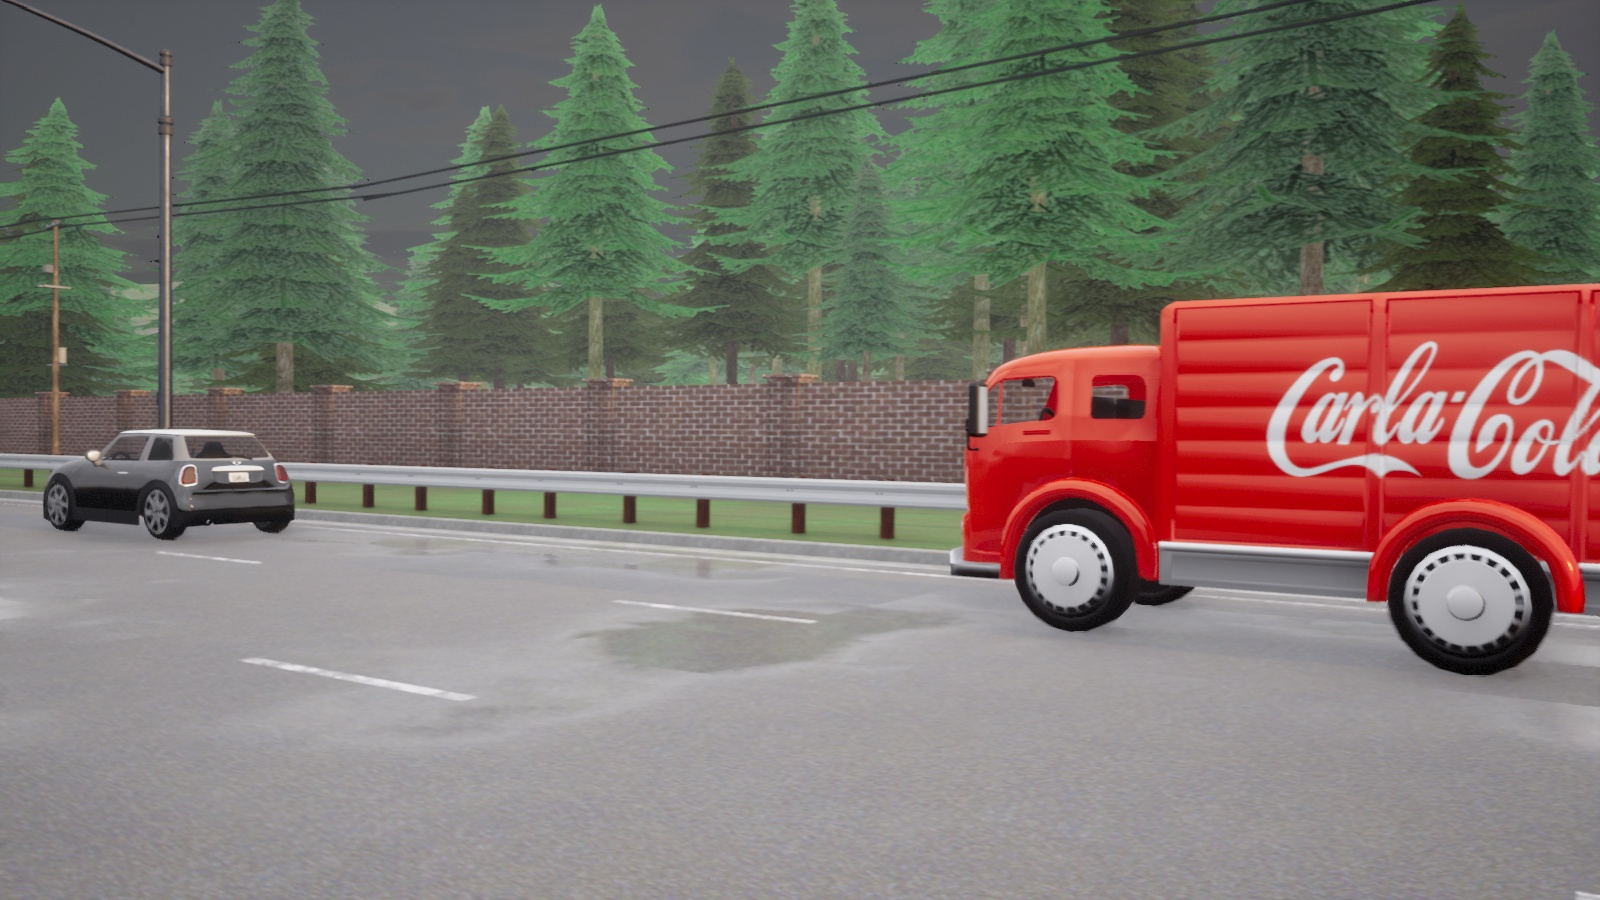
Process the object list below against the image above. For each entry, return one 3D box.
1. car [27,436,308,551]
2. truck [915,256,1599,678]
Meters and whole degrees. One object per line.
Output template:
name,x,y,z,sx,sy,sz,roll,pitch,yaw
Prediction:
car,-9.138,0.561,18.098,3.806,1.475,1.970,0,1,34
truck,3.807,0.084,9.488,5.204,2.467,2.627,0,1,34
